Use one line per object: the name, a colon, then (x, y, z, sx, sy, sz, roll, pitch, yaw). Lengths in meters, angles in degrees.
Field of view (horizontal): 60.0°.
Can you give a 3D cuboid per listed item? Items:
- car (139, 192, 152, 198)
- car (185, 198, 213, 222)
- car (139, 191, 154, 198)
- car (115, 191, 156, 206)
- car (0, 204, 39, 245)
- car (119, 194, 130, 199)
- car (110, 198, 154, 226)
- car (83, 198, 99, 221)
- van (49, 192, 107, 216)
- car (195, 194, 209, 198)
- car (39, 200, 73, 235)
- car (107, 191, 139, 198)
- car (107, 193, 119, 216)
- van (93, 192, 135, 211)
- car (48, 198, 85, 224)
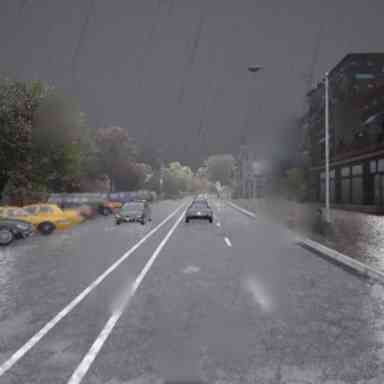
car: (-8.364, 1.181, 43.567, 5.366, 1.575, 1.946, -1, 0, -19)
car: (0.541, 1.432, 25.071, 1.994, 1.385, 4.181, 0, 0, 1)
car: (-8.429, 0.904, 46.465, 5.566, 2.045, 2.435, -1, 0, -18)
car: (-8.399, 0.874, 49.393, 5.566, 2.045, 2.435, -1, 1, -18)
car: (-9.307, 1.430, 13.873, 4.892, 1.521, 2.231, -1, 0, -19)
car: (-8.851, 1.303, 31.662, 5.008, 1.535, 2.097, -1, 0, -19)
car: (-3.876, 1.391, 22.755, 1.837, 1.490, 4.892, 0, 0, 2)
car: (-9.105, 1.403, 22.764, 4.792, 1.488, 2.163, -1, 1, -19)
van: (-9.109, 1.127, 25.693, 4.442, 1.987, 1.878, -1, 1, -18)
car: (0.979, 1.262, 41.976, 2.033, 1.411, 5.357, 0, 1, 2)
car: (-9.058, 1.407, 16.905, 5.366, 1.575, 1.946, -1, 0, -19)
car: (-8.797, 1.025, 34.604, 5.566, 2.045, 2.435, -1, 1, -19)
car: (-8.952, 1.203, 28.689, 4.553, 1.767, 2.185, -1, 0, -18)
van: (-8.796, 1.024, 37.531, 4.442, 1.987, 1.878, -1, 1, -18)
car: (-9.335, 1.393, 19.754, 5.366, 1.575, 1.946, -1, 1, -19)
